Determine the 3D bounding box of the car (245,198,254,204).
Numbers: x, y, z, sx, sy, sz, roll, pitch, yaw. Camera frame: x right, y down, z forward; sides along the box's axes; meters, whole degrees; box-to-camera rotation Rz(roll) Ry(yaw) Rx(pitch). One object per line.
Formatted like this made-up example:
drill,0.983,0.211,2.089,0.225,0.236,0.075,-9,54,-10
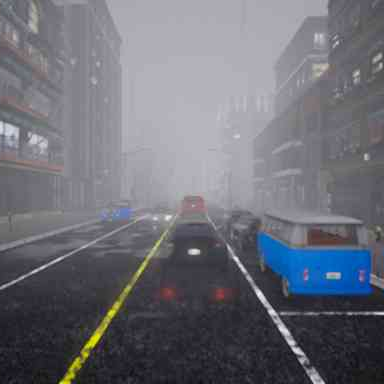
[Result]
car,13.477,1.843,67.896,5.009,1.841,2.192,1,-1,-1

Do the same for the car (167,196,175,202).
car,-5.673,1.883,91.313,1.752,1.417,4.829,0,0,0

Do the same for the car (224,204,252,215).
car,2.697,1.624,19.510,1.947,1.339,4.313,0,0,0

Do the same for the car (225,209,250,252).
car,2.697,1.606,13.847,1.947,1.339,4.313,0,0,0

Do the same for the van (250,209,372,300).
van,2.697,1.364,8.187,1.690,1.788,3.998,0,0,0

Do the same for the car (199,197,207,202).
car,2.706,1.875,85.850,1.887,1.381,4.507,0,0,0

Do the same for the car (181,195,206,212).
car,0.099,1.320,31.743,2.150,2.045,5.566,0,0,0

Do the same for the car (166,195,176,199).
car,-5.675,1.869,80.221,1.947,1.339,4.313,0,0,0

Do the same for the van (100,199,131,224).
van,-5.681,1.418,25.172,1.690,1.788,3.998,0,0,0

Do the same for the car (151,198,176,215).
car,-3.088,1.674,34.875,1.994,1.385,4.181,0,0,0

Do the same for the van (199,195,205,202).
van,2.708,1.699,91.482,1.690,1.788,3.998,0,0,0

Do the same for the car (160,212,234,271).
car,0.075,1.597,11.021,1.994,1.385,4.181,0,0,0
